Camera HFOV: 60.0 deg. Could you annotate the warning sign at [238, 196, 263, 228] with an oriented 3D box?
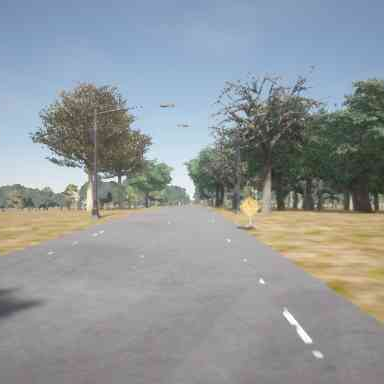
[{"bbox_3d":[3.524,1.209,20.168,1.300,1.860,1.060,-2,-2,0],"label":"warning sign"}]
